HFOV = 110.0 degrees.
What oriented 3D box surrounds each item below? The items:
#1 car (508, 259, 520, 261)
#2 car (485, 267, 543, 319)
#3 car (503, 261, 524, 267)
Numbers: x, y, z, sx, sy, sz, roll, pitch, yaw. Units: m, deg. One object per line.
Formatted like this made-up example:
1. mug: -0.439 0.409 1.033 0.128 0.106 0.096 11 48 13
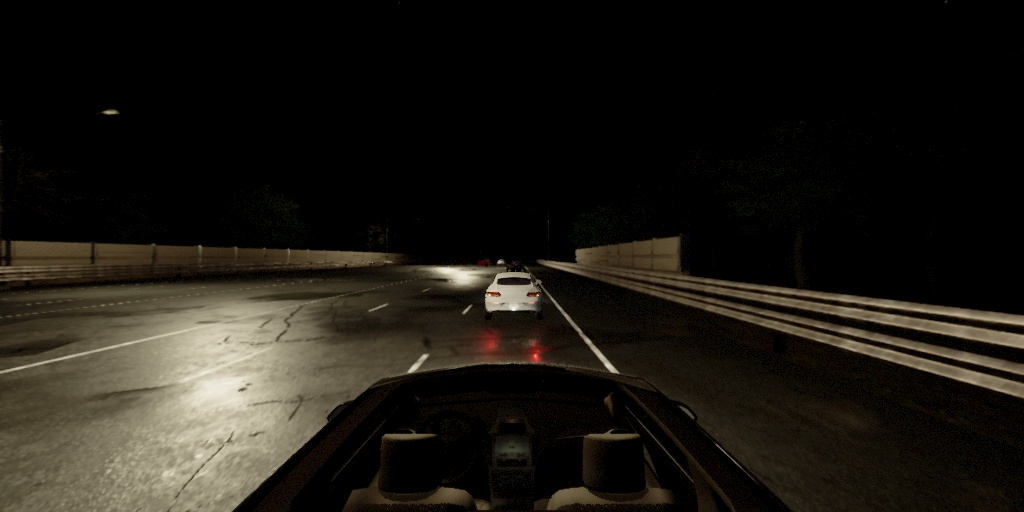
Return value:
1. car: 0.696 1.481 59.920 1.994 1.385 4.181 0 0 1
2. car: 0.076 1.279 12.725 1.812 1.442 4.674 0 0 1
3. car: 0.370 1.412 35.644 1.895 1.301 4.718 0 0 1
